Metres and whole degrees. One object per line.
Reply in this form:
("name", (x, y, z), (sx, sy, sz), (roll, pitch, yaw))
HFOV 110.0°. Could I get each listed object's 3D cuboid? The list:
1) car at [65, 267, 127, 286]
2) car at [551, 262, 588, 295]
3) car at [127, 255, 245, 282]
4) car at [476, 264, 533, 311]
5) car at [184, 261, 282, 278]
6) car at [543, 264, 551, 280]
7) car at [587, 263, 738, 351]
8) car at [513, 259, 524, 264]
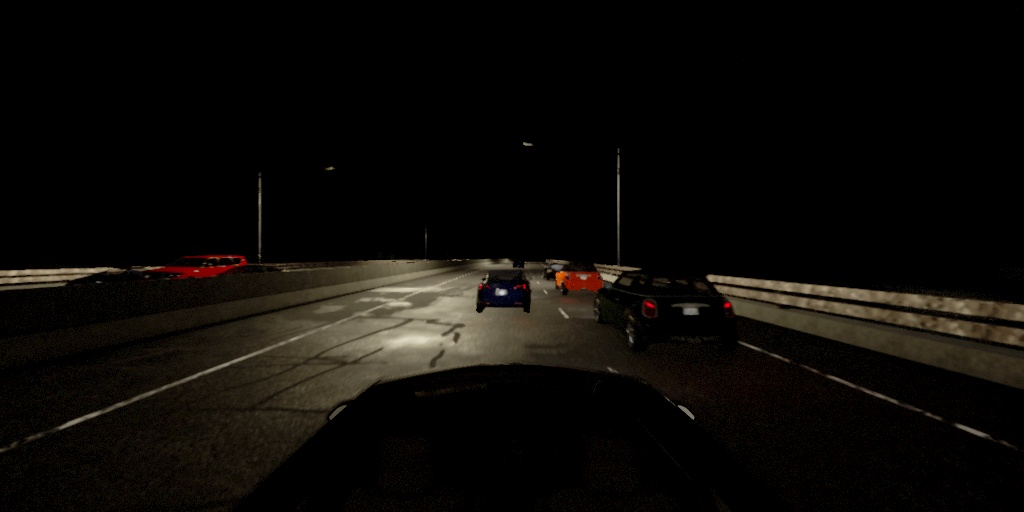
("car", (-20.984, 1.305, 19.406), (1.994, 1.385, 4.181), (0, 0, 1))
("car", (3.607, 1.107, 20.079), (2.097, 1.767, 4.553), (0, 0, 1))
("car", (-17.479, 0.965, 20.175), (2.150, 2.045, 5.566), (0, 0, 1))
("car", (-0.230, 1.252, 14.361), (2.163, 1.488, 4.792), (0, 0, 3))
("car", (-13.990, 1.222, 18.993), (1.882, 1.535, 5.008), (0, 0, 1))
("car", (3.766, 1.334, 31.030), (1.994, 1.385, 4.181), (0, 0, 1))
("car", (3.518, 1.102, 9.156), (2.097, 1.767, 4.553), (0, 0, 0))
("car", (1.079, 1.350, 59.357), (1.812, 1.442, 4.674), (0, 0, 2))
